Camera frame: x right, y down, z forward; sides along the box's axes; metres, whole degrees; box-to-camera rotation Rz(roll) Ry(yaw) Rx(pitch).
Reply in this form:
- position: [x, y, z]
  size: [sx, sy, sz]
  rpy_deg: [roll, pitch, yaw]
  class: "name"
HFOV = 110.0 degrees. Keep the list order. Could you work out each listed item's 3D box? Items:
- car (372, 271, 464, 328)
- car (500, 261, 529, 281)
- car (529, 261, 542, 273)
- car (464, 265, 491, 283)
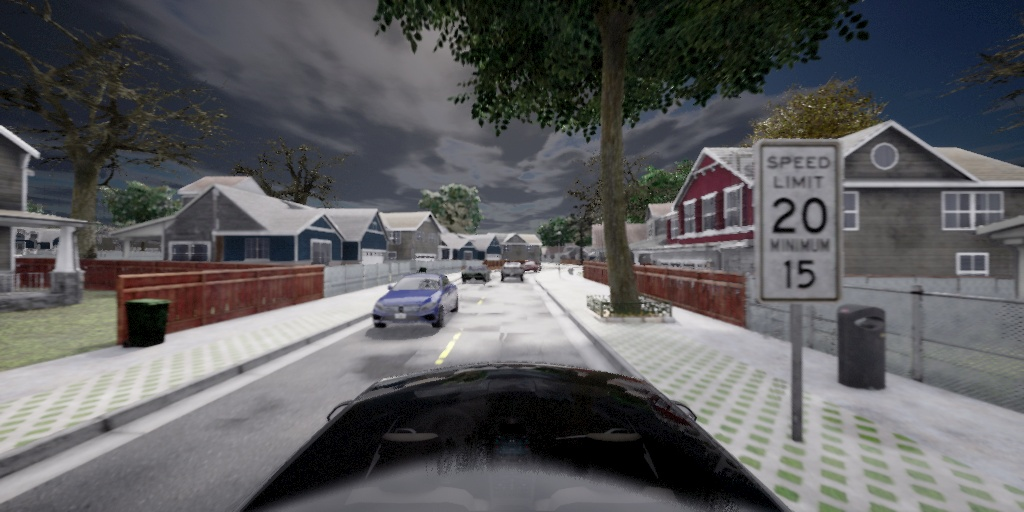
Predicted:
- position: [-2.841, 1.279, 11.490]
  size: [1.812, 1.442, 4.674]
  rpy_deg: [0, 0, 0]
  class: "car"
- position: [0.093, 1.251, 30.091]
  size: [2.128, 1.511, 4.902]
  rpy_deg: [0, 0, 3]
  class: "car"
- position: [2.571, 1.375, 45.955]
  size: [1.812, 1.442, 4.674]
  rpy_deg: [0, 0, 15]
  class: "car"
- position: [-2.733, 1.361, 27.973]
  size: [1.895, 1.301, 4.718]
  rpy_deg: [0, 0, 2]
  class: "car"
